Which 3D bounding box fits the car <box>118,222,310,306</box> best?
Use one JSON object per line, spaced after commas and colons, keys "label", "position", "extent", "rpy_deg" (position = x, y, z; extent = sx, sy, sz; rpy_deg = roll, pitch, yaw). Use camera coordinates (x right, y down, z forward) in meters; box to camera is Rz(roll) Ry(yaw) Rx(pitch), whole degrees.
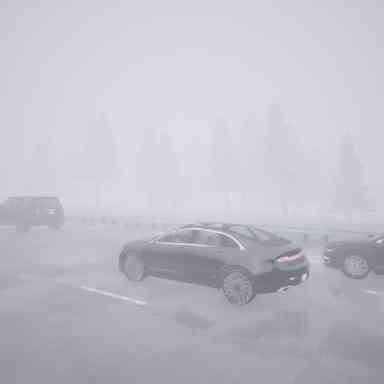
{"label": "car", "position": [0.282, 1.491, 8.090], "extent": [4.902, 1.511, 2.128], "rpy_deg": [0, 0, 36]}

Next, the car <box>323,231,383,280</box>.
{"label": "car", "position": [5.905, 1.504, 8.379], "extent": [4.892, 1.490, 1.837], "rpy_deg": [0, 0, 36]}

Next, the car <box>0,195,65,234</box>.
{"label": "car", "position": [-9.812, 1.222, 19.589], "extent": [5.566, 2.045, 2.150], "rpy_deg": [0, 0, 35]}
